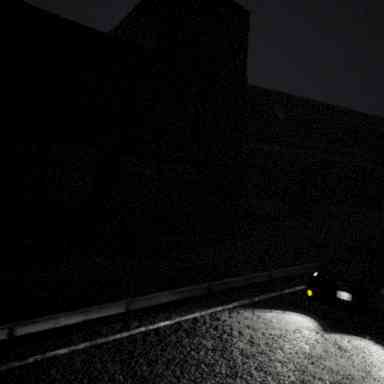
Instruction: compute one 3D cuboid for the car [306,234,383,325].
[{"bbox_3d":[4.267,1.585,6.725,4.181,1.385,1.994,0,0,-32],"label":"car"}]
